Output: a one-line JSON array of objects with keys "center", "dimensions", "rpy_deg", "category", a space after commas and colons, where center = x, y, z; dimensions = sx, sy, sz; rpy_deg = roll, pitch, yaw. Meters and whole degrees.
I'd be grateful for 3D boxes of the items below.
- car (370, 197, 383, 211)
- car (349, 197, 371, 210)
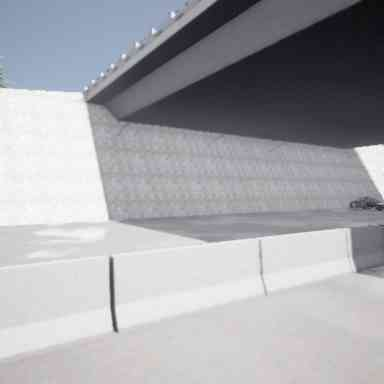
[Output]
[{"center": [22.233, 1.395, 36.494], "dimensions": [5.357, 1.411, 2.033], "rpy_deg": [0, 0, -35], "category": "car"}, {"center": [20.693, 1.319, 39.676], "dimensions": [4.902, 1.511, 2.128], "rpy_deg": [0, 0, -35], "category": "car"}]
